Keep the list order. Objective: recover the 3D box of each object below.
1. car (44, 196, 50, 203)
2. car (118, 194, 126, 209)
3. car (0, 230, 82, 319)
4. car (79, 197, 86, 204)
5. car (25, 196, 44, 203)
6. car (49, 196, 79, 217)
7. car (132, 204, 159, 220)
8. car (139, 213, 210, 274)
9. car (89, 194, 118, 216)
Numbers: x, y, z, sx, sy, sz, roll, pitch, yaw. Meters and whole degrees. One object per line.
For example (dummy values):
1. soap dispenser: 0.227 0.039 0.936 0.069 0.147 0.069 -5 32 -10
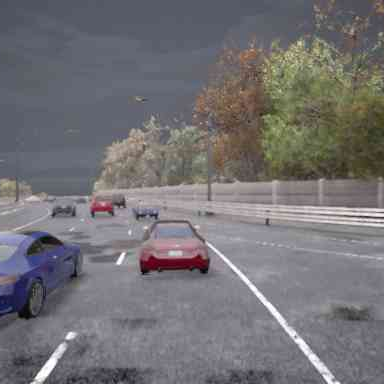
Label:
1. car: -30.142 1.578 70.917 1.812 1.442 4.674 0 0 -43
2. car: -11.071 1.350 47.823 2.150 2.045 5.566 0 0 -25
3. car: -3.784 1.553 7.213 1.812 1.442 4.674 0 0 -4
4. car: -23.381 1.712 69.013 1.837 1.490 4.892 0 0 -29
5. car: -32.807 1.583 68.648 1.812 1.442 4.674 0 0 -43
6. car: -12.783 1.460 33.434 2.097 1.767 4.553 0 0 -18
7. car: -4.165 1.670 29.015 1.895 1.301 4.718 0 0 -15
8. car: -0.643 1.586 10.724 1.994 1.385 4.181 0 0 -6
9. car: -9.227 1.318 33.984 2.150 2.045 5.566 0 0 -18
